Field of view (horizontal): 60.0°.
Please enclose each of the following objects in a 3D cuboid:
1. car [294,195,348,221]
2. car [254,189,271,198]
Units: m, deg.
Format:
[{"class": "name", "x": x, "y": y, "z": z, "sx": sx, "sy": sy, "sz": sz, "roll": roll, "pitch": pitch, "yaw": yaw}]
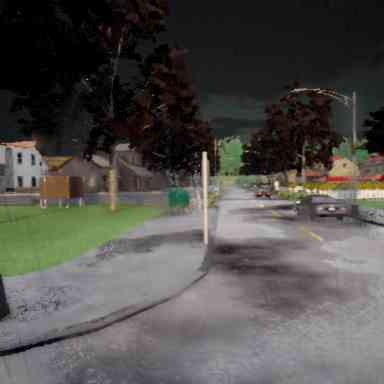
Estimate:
[{"class": "car", "x": 7.584, "y": 0.880, "z": 20.057, "sx": 2.033, "sy": 1.411, "sz": 5.357, "roll": -1, "pitch": 2, "yaw": 5}, {"class": "car", "x": 9.901, "y": 0.184, "z": 47.147, "sx": 1.895, "sy": 1.301, "sz": 4.718, "roll": -1, "pitch": 2, "yaw": 5}]
